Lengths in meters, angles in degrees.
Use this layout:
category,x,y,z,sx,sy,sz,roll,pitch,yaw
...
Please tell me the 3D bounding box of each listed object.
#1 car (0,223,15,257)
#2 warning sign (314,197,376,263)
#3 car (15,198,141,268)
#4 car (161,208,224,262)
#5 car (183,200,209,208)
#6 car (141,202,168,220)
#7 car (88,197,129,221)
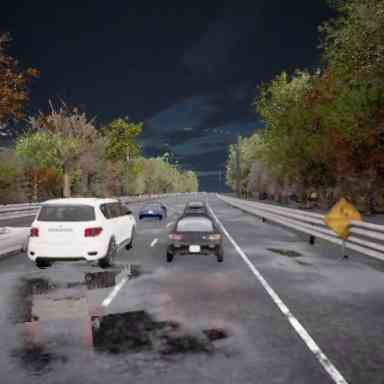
category,x,y,z,sx,sy,sz,roll,pitch,yaw
car,-6.921,1.589,10.694,1.895,1.301,4.718,0,0,1
warning sign,4.564,1.102,10.029,1.300,1.860,1.060,-1,-1,0
car,-3.384,1.208,11.358,2.150,2.045,5.566,0,0,1
car,0.124,1.510,11.996,1.812,1.442,4.674,0,-1,1
car,0.317,1.462,27.582,1.837,1.490,4.892,0,1,1
car,-3.173,1.520,27.903,1.994,1.385,4.181,0,0,1
car,-6.691,1.308,27.225,2.097,1.767,4.553,0,0,1
